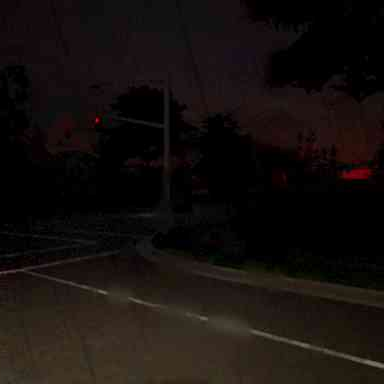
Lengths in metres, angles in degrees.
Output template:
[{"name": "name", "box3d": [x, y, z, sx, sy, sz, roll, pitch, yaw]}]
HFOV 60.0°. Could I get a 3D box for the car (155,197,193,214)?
[{"name": "car", "box3d": [-1.884, 1.354, 35.029, 2.097, 1.767, 4.553, 0, 0, 35]}]
